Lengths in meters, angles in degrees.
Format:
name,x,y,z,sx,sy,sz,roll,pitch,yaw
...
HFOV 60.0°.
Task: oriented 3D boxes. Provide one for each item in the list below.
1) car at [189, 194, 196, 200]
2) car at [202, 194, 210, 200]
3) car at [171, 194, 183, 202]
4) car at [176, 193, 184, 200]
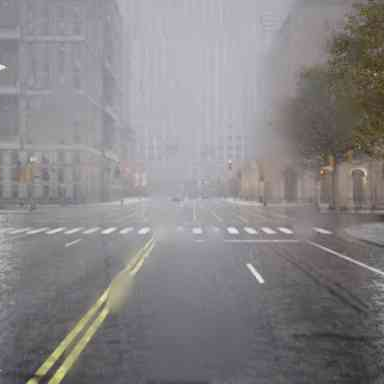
name,x,y,z,sx,sy,sz,roll,pitch,yaw
car,0.175,1.403,88.669,2.128,1.511,4.902,0,0,1
car,3.674,1.234,88.604,2.097,1.767,4.553,0,0,1
car,-3.494,1.558,72.025,1.895,1.301,4.718,0,0,0
car,-3.328,1.179,88.428,2.150,2.045,5.566,0,0,1
